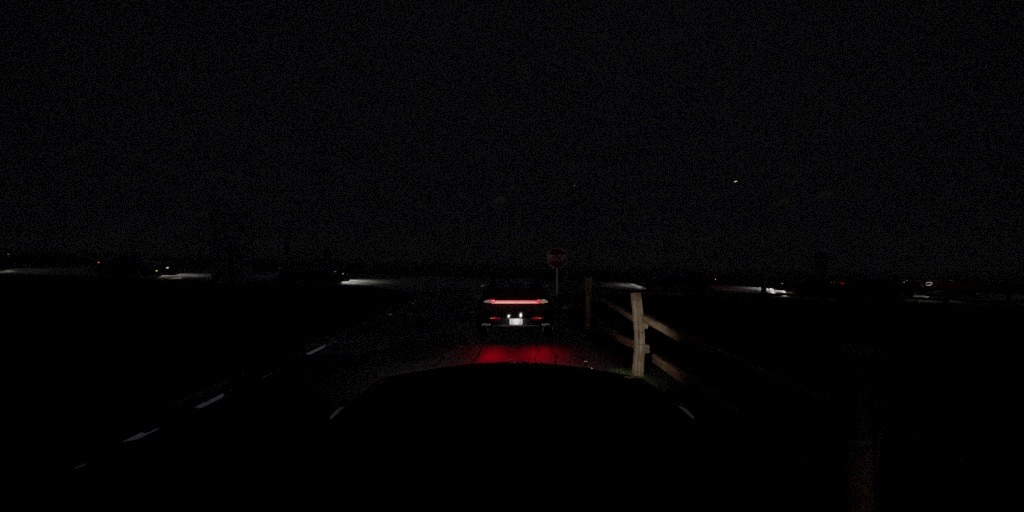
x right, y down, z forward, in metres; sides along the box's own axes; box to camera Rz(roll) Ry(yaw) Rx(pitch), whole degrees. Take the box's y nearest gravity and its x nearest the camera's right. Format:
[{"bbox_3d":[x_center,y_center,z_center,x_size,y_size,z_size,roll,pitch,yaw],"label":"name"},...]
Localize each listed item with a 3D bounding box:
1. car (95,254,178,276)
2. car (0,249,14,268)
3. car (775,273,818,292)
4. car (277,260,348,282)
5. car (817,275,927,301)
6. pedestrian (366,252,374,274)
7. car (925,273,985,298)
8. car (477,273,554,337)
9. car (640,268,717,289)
[{"bbox_3d":[-25.570,0.569,24.510,4.181,1.385,1.994,2,3,0],"label":"car"},{"bbox_3d":[-37.986,-0.180,24.538,5.566,2.045,2.150,2,3,0],"label":"car"},{"bbox_3d":[22.610,1.984,27.334,4.181,1.385,1.994,2,3,0],"label":"car"},{"bbox_3d":[-13.536,0.969,24.470,4.181,1.385,1.994,2,3,-1],"label":"car"},{"bbox_3d":[24.306,2.102,24.388,4.902,1.511,2.128,2,3,0],"label":"car"},{"bbox_3d":[-12.093,0.528,30.438,0.375,1.860,0.375,0,1,0],"label":"pedestrian"},{"bbox_3d":[32.689,2.081,27.291,4.553,1.767,2.097,2,3,0],"label":"car"},{"bbox_3d":[0.076,1.234,10.328,2.128,1.511,4.902,0,0,0],"label":"car"},{"bbox_3d":[12.675,1.657,27.363,5.357,1.411,2.033,2,3,0],"label":"car"}]
